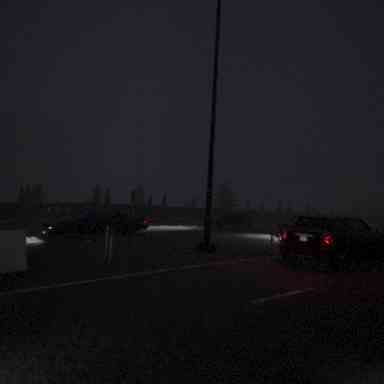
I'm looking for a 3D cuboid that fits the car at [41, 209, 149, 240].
[{"bbox_3d":[-4.985,1.624,17.636,5.357,1.411,2.033,2,-1,-36],"label":"car"}]

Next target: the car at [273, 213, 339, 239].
[{"bbox_3d":[7.744,2.274,22.420,4.674,1.442,1.812,5,-3,-35],"label":"car"}]

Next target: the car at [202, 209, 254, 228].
[{"bbox_3d":[3.057,2.190,27.675,4.902,1.511,2.128,5,-3,-35],"label":"car"}]

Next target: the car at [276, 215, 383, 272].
[{"bbox_3d":[5.266,1.611,11.806,4.553,1.767,2.097,3,-2,-35],"label":"car"}]
